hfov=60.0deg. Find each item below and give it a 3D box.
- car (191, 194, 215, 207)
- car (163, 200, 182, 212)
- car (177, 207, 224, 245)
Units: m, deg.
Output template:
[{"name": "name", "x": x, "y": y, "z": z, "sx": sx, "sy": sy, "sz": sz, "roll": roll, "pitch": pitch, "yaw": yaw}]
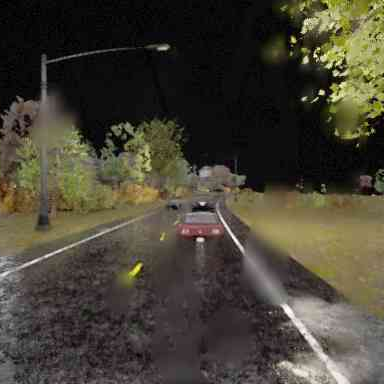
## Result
[{"name": "car", "x": 1.118, "y": 1.224, "z": 33.524, "sx": 2.150, "sy": 2.045, "sz": 5.566, "roll": 0, "pitch": 0, "yaw": 3}, {"name": "car", "x": -2.250, "y": 1.599, "z": 39.551, "sx": 1.895, "sy": 1.301, "sz": 4.718, "roll": 0, "pitch": 0, "yaw": 3}, {"name": "car", "x": 0.390, "y": 1.602, "z": 15.434, "sx": 1.895, "sy": 1.301, "sz": 4.718, "roll": 0, "pitch": 0, "yaw": 1}]
